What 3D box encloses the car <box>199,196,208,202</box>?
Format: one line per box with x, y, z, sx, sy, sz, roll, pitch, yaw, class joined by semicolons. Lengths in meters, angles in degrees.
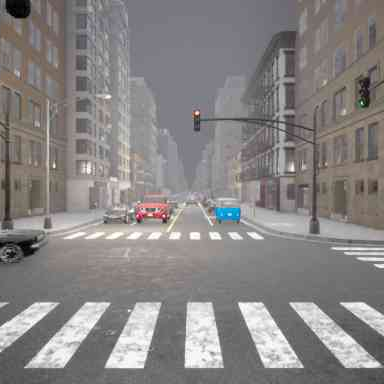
2.607;1.524;76.100;2.008;1.369;4.403;0;0;0;car

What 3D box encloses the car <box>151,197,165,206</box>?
-5.409;1.556;53.367;1.947;1.339;4.313;0;0;0;car

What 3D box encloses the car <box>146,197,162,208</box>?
-5.407;1.520;47.515;1.752;1.417;4.829;0;0;0;car

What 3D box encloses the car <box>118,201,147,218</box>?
-5.401;1.543;30.638;1.887;1.381;4.507;0;0;0;car

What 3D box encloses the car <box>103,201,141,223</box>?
-5.399;1.549;24.957;2.008;1.369;4.403;0;0;0;car

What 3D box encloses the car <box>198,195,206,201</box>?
2.602;1.531;87.463;1.947;1.339;4.313;0;0;0;car

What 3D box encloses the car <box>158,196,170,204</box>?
-5.414;1.548;64.730;1.947;1.339;4.313;0;0;0;car

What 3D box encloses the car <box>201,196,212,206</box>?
2.618;1.576;47.694;1.802;1.307;4.206;0;0;0;car

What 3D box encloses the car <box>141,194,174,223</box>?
-2.858;1.220;25.637;2.150;2.045;5.566;0;0;0;car

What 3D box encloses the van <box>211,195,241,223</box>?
2.626;1.340;24.969;1.690;1.788;3.998;0;0;0;van

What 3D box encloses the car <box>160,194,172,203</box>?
-5.416;1.293;70.411;2.192;1.841;5.009;0;0;0;car

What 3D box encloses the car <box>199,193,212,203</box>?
2.616;1.305;53.375;2.192;1.841;5.009;0;0;0;car

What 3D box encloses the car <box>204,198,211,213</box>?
2.622;1.580;36.331;1.802;1.307;4.206;0;0;0;car

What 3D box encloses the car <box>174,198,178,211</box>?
-2.866;1.599;35.454;1.895;1.301;4.718;0;0;0;car

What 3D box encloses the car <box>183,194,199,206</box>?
-0.023;1.537;54.681;2.033;1.411;5.357;0;0;0;car

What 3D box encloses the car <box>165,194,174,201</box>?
-5.421;1.409;81.775;1.967;1.590;4.097;0;0;0;car

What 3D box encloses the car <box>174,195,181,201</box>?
-2.854;1.500;45.514;1.837;1.490;4.892;0;0;0;car

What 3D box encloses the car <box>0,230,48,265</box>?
-7.218;1.567;10.628;4.718;1.301;1.895;0;0;-13;car
